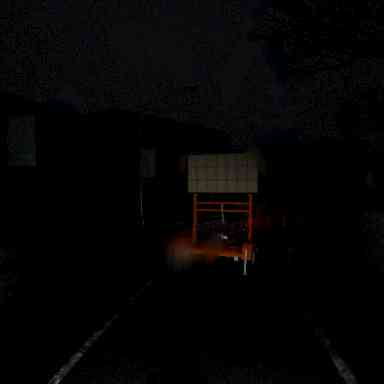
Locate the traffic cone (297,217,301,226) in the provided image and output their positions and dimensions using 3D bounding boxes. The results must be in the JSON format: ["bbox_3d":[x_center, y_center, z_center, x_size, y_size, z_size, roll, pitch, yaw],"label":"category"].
[{"bbox_3d":[7.175,1.984,22.225,0.340,0.580,0.340,1,0,21],"label":"traffic cone"}]

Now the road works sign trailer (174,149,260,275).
[{"bbox_3d":[1.012,0.461,10.684,2.380,3.560,2.880,0,0,21],"label":"road works sign trailer"}]

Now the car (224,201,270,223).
[{"bbox_3d":[4.243,1.460,25.158,1.882,1.535,5.008,1,0,35],"label":"car"}]
